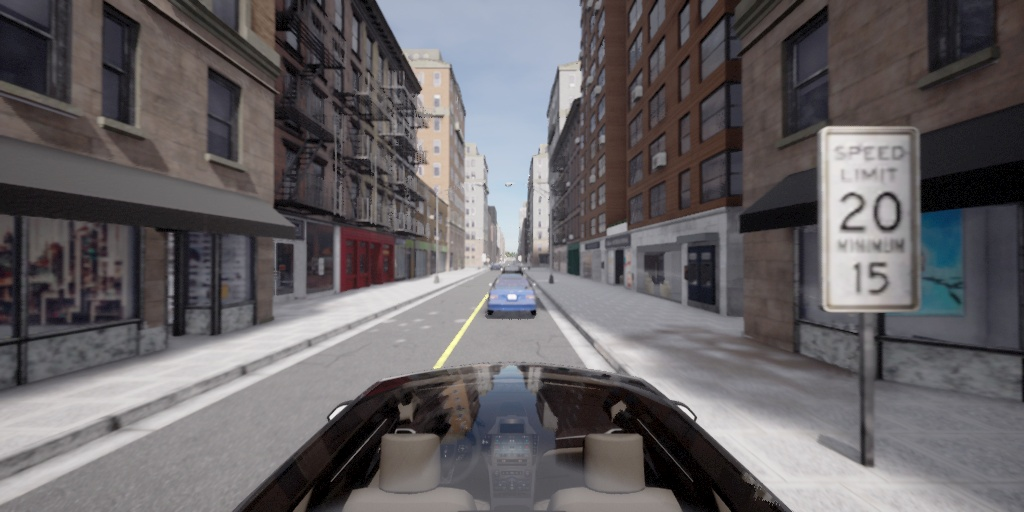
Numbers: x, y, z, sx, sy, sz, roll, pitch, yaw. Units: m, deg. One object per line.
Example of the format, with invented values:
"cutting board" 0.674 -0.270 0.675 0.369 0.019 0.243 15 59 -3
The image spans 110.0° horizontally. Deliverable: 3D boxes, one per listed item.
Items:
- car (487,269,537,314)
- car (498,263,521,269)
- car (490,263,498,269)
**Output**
"car" 0.014 1.424 14.361 2.033 1.411 5.357 0 -1 0
"car" 0.034 1.522 31.106 1.882 1.535 5.008 0 0 0
"car" -2.788 1.925 62.425 1.994 1.385 4.181 0 -1 1
